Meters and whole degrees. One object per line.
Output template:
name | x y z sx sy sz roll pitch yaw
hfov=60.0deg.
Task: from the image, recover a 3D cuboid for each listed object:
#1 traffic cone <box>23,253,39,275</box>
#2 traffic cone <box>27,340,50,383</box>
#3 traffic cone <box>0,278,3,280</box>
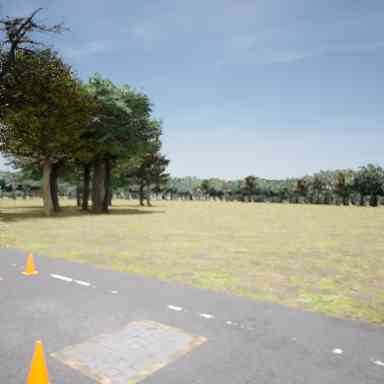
traffic cone | -4.769 2.102 9.836 0.340 0.580 0.340 0 -1 37
traffic cone | -1.772 2.016 3.835 0.340 0.580 0.340 0 -1 37
traffic cone | -5.370 2.084 9.036 0.340 0.580 0.340 0 -1 37
